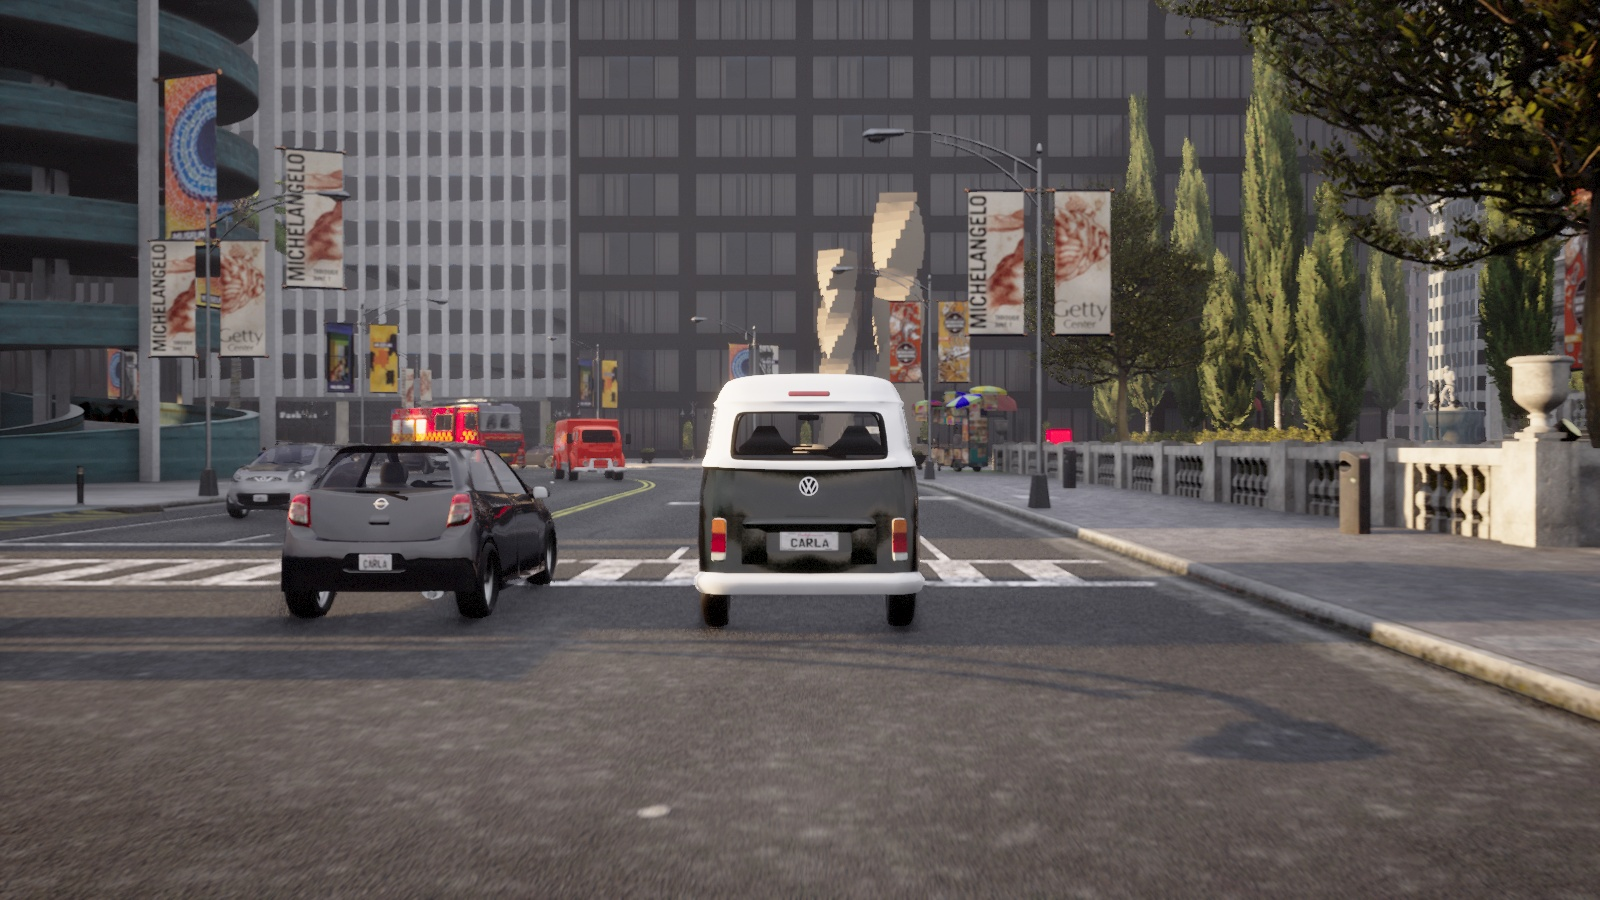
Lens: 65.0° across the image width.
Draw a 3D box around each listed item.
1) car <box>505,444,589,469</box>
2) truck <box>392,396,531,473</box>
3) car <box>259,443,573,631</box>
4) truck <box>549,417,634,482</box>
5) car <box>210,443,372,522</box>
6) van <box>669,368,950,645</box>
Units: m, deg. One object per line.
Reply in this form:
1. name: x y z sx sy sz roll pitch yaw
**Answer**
1. car: -14.741 0.370 73.067 5.357 1.411 2.033 0 0 43
2. truck: -18.030 -0.808 66.551 8.468 3.827 2.891 0 0 41
3. car: -3.418 0.690 11.915 1.845 1.501 3.633 0 0 0
4. truck: -8.496 -0.033 50.740 2.627 2.467 5.204 0 0 -19
5. car: -10.344 0.606 25.827 1.845 1.501 3.633 0 0 0
6. van: 0.080 0.405 11.486 2.069 2.038 4.480 0 0 0
